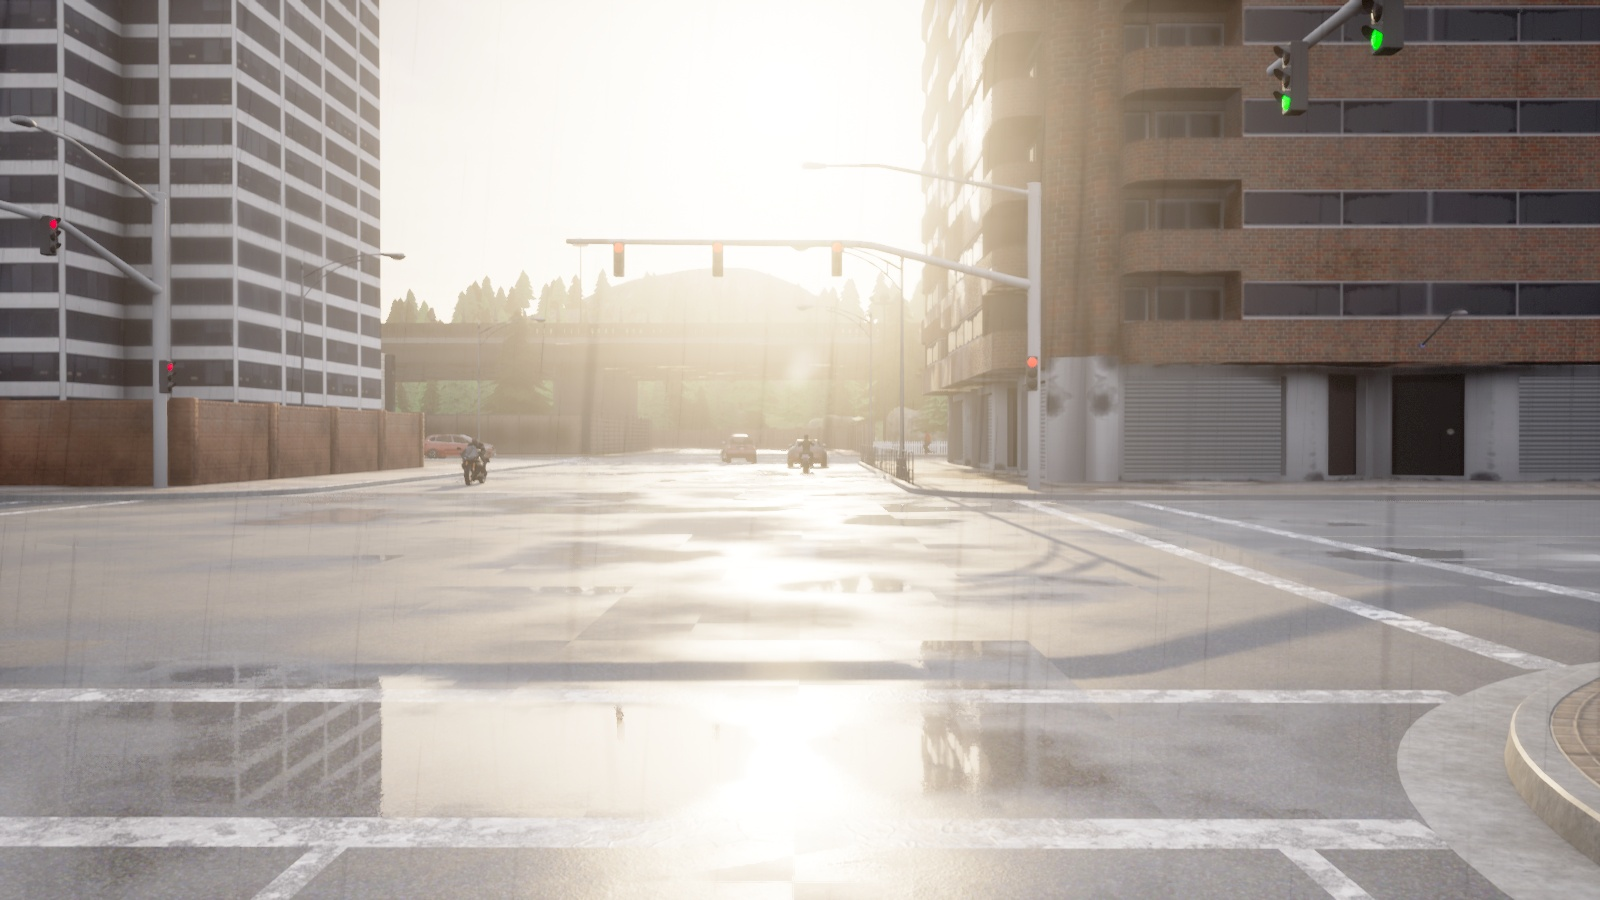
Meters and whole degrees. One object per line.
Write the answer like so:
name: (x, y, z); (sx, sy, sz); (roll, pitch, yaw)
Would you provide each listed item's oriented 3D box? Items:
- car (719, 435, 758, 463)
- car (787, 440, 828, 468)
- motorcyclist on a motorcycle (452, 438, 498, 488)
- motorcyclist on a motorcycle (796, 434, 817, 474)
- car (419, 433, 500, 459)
car: (-3.600, -0.089, 73.215); (1.851, 1.617, 3.988); (0, 1, -9)
car: (0.367, 0.177, 63.734); (1.994, 1.385, 4.181); (0, 1, 0)
motorcyclist on a motorcycle: (-10.265, 0.378, 39.706); (0.866, 1.530, 2.191); (0, 1, 0)
motorcyclist on a motorcycle: (0.279, 0.173, 52.742); (0.766, 1.649, 2.350); (0, 0, 2)
car: (-21.866, -0.284, 80.705); (4.611, 1.667, 2.242); (0, 1, 0)
